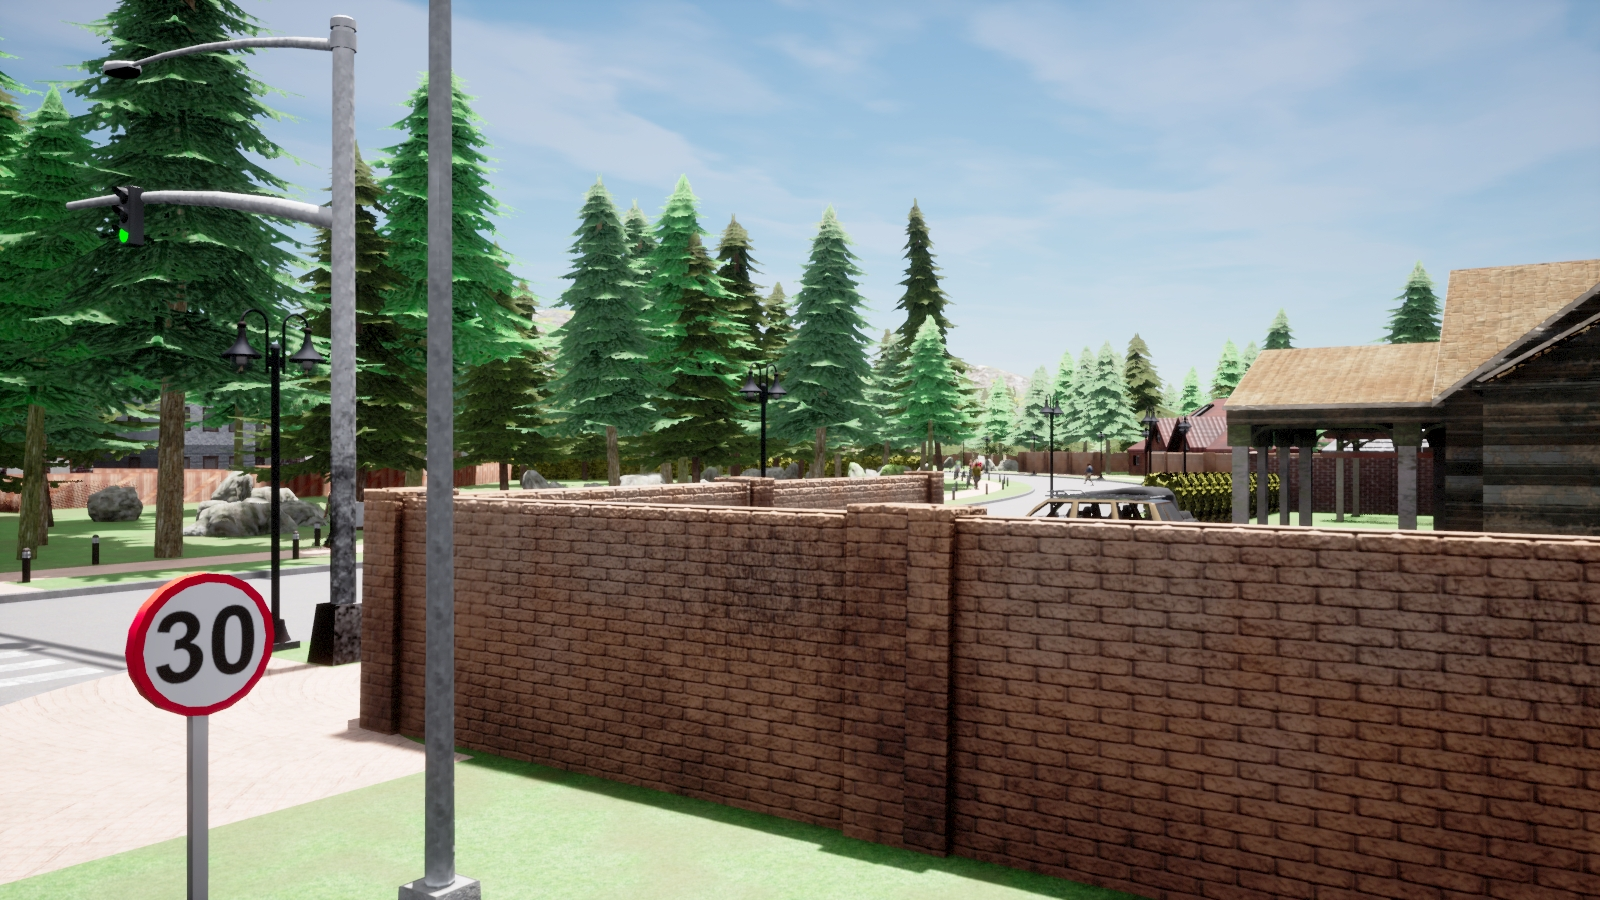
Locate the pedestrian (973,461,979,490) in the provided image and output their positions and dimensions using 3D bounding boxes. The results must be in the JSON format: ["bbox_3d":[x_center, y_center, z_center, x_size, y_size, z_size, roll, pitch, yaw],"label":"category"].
[{"bbox_3d":[11.480,1.642,74.471,0.375,1.860,0.375,0,0,15],"label":"pedestrian"}]

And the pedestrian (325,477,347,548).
[{"bbox_3d":[-12.288,1.647,30.274,0.375,1.860,0.375,0,0,24],"label":"pedestrian"}]
